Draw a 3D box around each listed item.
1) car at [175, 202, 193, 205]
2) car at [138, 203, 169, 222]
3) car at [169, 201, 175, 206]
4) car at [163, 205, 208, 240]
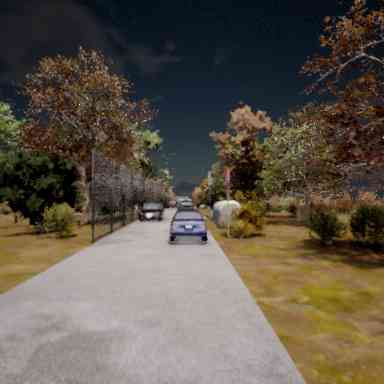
[{"bbox_3d":[-0.654,1.874,38.425,1.837,1.490,4.892,0,-1,-1],"label":"car"},{"bbox_3d":[-3.383,1.695,28.273,2.128,1.511,4.902,0,-1,-1],"label":"car"},{"bbox_3d":[-4.043,2.658,68.857,1.882,1.535,5.008,0,-2,-1],"label":"car"},{"bbox_3d":[-0.197,1.624,17.366,2.033,1.411,5.357,0,-1,-1],"label":"car"}]
